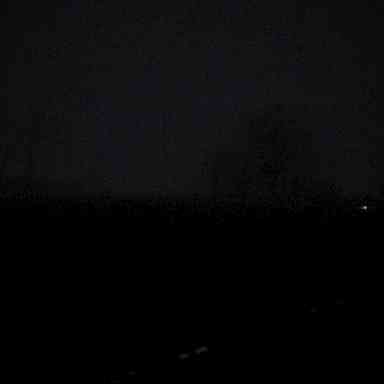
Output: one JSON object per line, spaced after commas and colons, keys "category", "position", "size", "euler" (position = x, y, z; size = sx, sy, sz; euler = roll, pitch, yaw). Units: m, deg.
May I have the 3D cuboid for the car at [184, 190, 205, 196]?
{"category": "car", "position": [0.540, 0.242, 70.724], "size": [2.033, 1.411, 5.357], "euler": [-1, 2, -35]}

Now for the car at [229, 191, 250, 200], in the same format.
{"category": "car", "position": [8.402, 0.616, 59.720], "size": [1.812, 1.442, 4.674], "euler": [-1, 2, -35]}

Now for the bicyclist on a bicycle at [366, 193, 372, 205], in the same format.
{"category": "bicyclist on a bicycle", "position": [23.401, 0.991, 43.996], "size": [1.656, 1.620, 0.582], "euler": [0, 1, -35]}
